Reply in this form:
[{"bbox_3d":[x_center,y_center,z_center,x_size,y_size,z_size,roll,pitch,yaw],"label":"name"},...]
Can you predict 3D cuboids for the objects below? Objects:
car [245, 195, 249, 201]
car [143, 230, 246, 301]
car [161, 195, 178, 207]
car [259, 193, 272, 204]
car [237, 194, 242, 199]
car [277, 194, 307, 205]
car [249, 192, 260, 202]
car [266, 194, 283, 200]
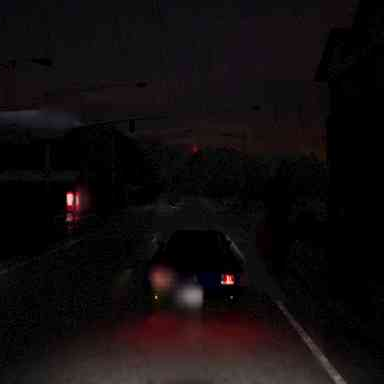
[{"bbox_3d":[13.747,1.033,70.316,4.605,1.855,1.932,0,0,0],"label":"car"},{"bbox_3d":[0.057,1.591,8.225,1.895,1.301,4.718,0,0,1],"label":"car"},{"bbox_3d":[-3.590,1.447,49.987,1.837,1.490,4.892,0,0,0],"label":"car"},{"bbox_3d":[14.162,1.107,54.616,5.027,1.636,2.152,0,0,0],"label":"car"},{"bbox_3d":[13.881,1.288,88.900,3.633,1.501,1.845,0,0,0],"label":"car"},{"bbox_3d":[14.486,1.193,48.199,3.806,1.475,1.970,0,0,0],"label":"car"},{"bbox_3d":[14.160,1.016,67.410,3.866,1.878,1.905,0,0,0],"label":"car"},{"bbox_3d":[21.302,1.302,85.921,3.806,1.475,1.970,0,0,0],"label":"car"}]
